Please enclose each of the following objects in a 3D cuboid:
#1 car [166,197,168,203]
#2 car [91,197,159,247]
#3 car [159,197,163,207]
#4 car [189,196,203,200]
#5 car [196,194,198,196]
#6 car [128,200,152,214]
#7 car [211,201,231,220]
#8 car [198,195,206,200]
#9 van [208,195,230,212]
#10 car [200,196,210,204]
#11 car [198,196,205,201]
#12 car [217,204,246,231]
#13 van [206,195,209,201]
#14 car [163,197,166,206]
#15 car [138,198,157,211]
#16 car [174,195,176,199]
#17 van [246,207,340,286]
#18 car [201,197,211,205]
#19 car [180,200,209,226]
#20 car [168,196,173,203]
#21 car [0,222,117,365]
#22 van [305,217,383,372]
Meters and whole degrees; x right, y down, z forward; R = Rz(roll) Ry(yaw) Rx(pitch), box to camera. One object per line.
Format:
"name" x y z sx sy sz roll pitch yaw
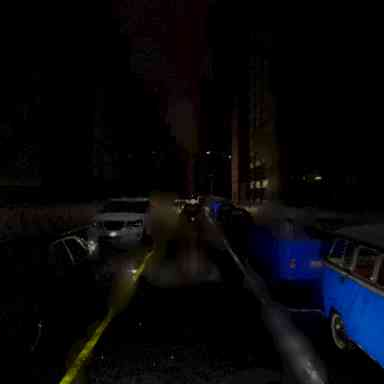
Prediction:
"car" -5.767 1.688 60.135 1.752 1.417 4.829 0 0 0
"car" -3.000 1.259 15.461 2.150 2.045 5.566 0 0 0
"car" -5.766 1.656 48.781 1.752 1.417 4.829 0 0 0
"car" 0.087 1.662 43.318 2.033 1.411 5.357 0 0 0
"car" 2.755 1.693 88.698 1.967 1.590 4.097 0 0 0
"car" -5.765 1.650 37.596 2.008 1.369 4.403 0 0 0
"car" 2.761 1.649 26.244 1.802 1.307 4.206 0 0 0
"car" 2.758 1.477 60.310 2.192 1.841 5.009 0 0 0
"van" 2.760 1.424 31.922 1.690 1.788 3.998 0 0 0
"car" 2.757 1.636 71.666 1.967 1.590 4.097 0 0 0
"car" 2.755 1.839 94.375 1.947 1.339 4.313 0 0 0
"car" 2.762 1.633 20.566 1.802 1.307 4.206 0 0 0
"van" 2.760 1.440 37.600 1.690 1.788 3.998 0 0 0
"car" -5.767 1.713 54.628 1.947 1.339 4.313 0 0 0
"car" -5.765 1.555 43.274 1.967 1.590 4.097 0 0 0
"car" -5.769 1.779 83.014 1.887 1.381 4.507 0 0 0
"van" 2.763 1.362 9.212 1.690 1.788 3.998 0 0 0
"car" 2.757 1.704 66.157 1.752 1.417 4.829 0 0 0
"car" 0.078 1.586 24.141 1.812 1.442 4.674 0 0 0
"car" -5.768 1.741 71.660 1.887 1.381 4.507 0 0 0
"car" -3.095 1.562 6.264 2.033 1.411 5.357 0 0 0
"van" 2.763 1.349 3.535 1.690 1.788 3.998 0 0 0
